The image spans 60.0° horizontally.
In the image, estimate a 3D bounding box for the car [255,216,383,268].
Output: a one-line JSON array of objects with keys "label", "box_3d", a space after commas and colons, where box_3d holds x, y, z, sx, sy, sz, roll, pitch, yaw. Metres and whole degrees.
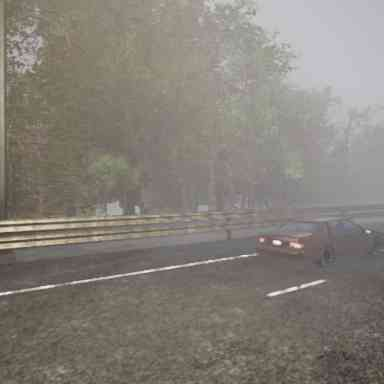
[{"label": "car", "box_3d": [4.558, 1.550, 11.357, 5.357, 1.411, 2.033, 0, 0, -36]}]
